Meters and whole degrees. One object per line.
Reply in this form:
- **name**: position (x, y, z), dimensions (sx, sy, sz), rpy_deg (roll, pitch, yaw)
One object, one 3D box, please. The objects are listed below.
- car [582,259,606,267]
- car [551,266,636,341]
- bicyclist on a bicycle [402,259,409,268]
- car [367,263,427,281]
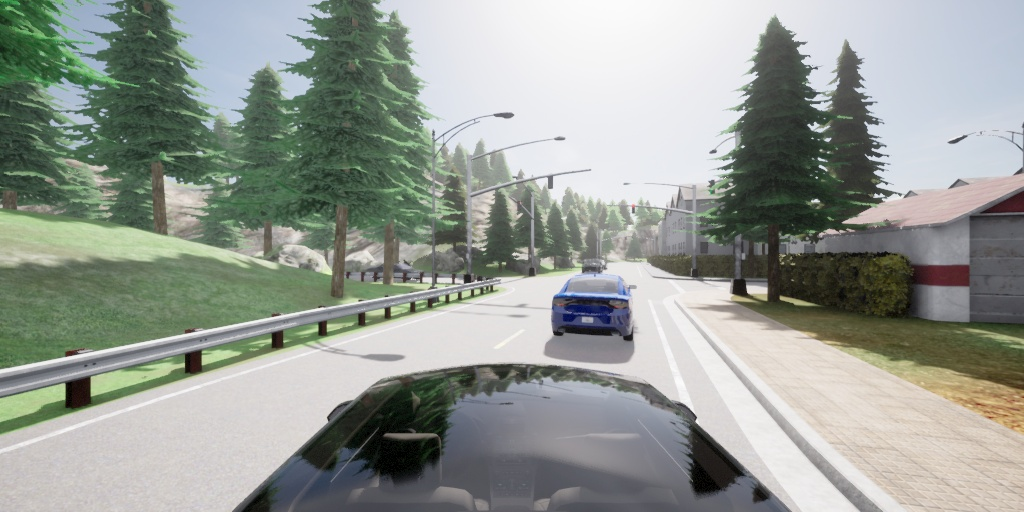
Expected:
- **car**: position (9.614, 1.102, 42.821), dimensions (2.097, 1.767, 4.553), rpy_deg (0, 0, 19)
- **car**: position (2.412, 1.228, 10.092), dimensions (1.882, 1.535, 5.008), rpy_deg (0, 0, 18)
- **bicyclist on a bicycle**: position (-11.291, 1.167, 38.122), dimensions (0.582, 1.620, 1.656), rpy_deg (-2, 5, 18)
- **car**: position (-9.714, 1.313, 30.189), dimensions (5.357, 1.411, 2.033), rpy_deg (0, 0, 20)
